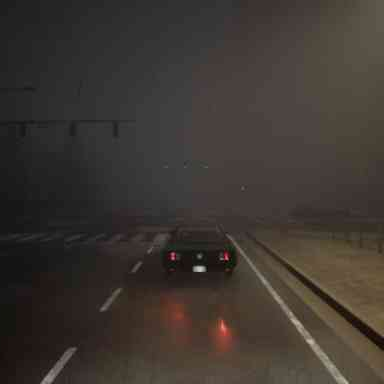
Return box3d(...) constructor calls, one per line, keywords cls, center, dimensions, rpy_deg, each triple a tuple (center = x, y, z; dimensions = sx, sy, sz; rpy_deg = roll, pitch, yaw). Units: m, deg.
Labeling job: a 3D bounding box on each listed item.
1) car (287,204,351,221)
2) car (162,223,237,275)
box3d(cls="car", center=(10.403, 1.679, 27.330), dimensions=(4.718, 1.301, 1.895), rpy_deg=(0, 0, 0))
box3d(cls="car", center=(0.208, 1.608, 10.398), dimensions=(1.895, 1.301, 4.718), rpy_deg=(0, 0, 1))
